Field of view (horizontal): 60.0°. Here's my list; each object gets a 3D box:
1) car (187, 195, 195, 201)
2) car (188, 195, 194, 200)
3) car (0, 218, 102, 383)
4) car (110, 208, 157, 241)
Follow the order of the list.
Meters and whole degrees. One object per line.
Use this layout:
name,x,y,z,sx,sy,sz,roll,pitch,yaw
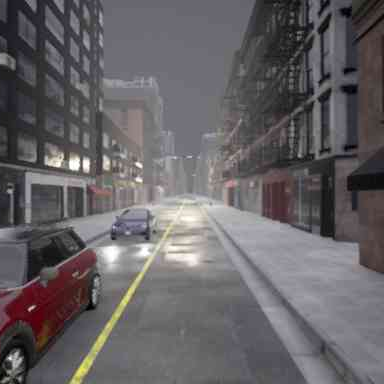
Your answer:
car,-0.252,1.667,84.996,1.895,1.301,4.718,0,0,0
car,-0.282,1.478,94.968,1.812,1.442,4.674,0,0,0
car,-2.858,1.372,4.790,2.097,1.767,4.553,0,0,0
car,-2.889,1.583,17.327,1.812,1.442,4.674,0,0,0
